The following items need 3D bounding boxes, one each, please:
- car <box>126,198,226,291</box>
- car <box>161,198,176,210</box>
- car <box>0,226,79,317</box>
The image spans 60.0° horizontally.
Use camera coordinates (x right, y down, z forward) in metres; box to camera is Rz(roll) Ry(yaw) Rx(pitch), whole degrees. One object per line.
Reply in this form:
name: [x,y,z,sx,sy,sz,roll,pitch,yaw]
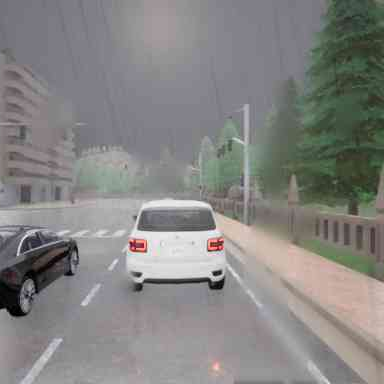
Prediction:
car: [-0.473,1.221,9.169,2.150,2.045,5.566,0,0,-4]
car: [-3.136,1.525,44.406,1.812,1.442,4.674,0,0,-4]
car: [-3.966,1.491,7.390,2.128,1.511,4.902,0,0,-3]
